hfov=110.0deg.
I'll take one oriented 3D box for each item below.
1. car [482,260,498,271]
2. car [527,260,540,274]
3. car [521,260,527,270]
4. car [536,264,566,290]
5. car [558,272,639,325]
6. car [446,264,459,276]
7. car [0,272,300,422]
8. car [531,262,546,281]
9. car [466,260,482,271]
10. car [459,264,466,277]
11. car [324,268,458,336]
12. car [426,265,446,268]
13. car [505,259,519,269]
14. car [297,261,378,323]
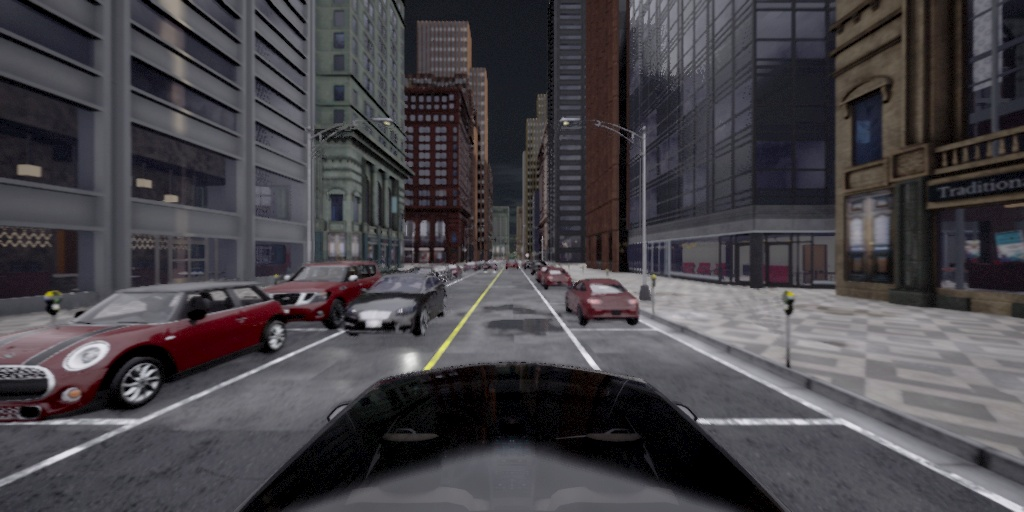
[{"bbox_3d":[-3.077,1.444,52.076,1.994,1.385,4.181,0,0,0],"label":"car"},{"bbox_3d":[2.997,1.350,39.969,1.837,1.490,4.892,0,0,0],"label":"car"},{"bbox_3d":[2.758,1.461,56.657,1.948,1.339,4.313,0,0,0],"label":"car"},{"bbox_3d":[2.760,1.381,22.841,1.802,1.307,4.207,0,0,0],"label":"car"},{"bbox_3d":[2.761,1.355,11.569,1.802,1.307,4.207,0,0,0],"label":"car"},{"bbox_3d":[-5.765,1.363,28.471,2.007,1.370,4.403,0,0,0],"label":"car"},{"bbox_3d":[-5.763,1.199,5.925,1.967,1.591,4.097,0,0,0],"label":"car"},{"bbox_3d":[2.760,1.395,28.478,1.802,1.307,4.207,0,0,0],"label":"car"},{"bbox_3d":[-5.767,1.458,51.018,1.802,1.307,4.207,0,0,0],"label":"car"},{"bbox_3d":[-5.766,1.409,34.109,1.802,1.307,4.207,0,0,0],"label":"car"},{"bbox_3d":[-3.101,1.261,10.495,2.128,1.511,4.902,0,0,0],"label":"car"},{"bbox_3d":[-5.765,1.364,22.835,1.948,1.339,4.313,0,0,0],"label":"car"},{"bbox_3d":[0.036,1.255,59.033,2.097,1.767,4.553,0,0,1],"label":"car"},{"bbox_3d":[-5.764,1.087,11.562,2.192,1.841,5.009,0,0,0],"label":"car"}]
